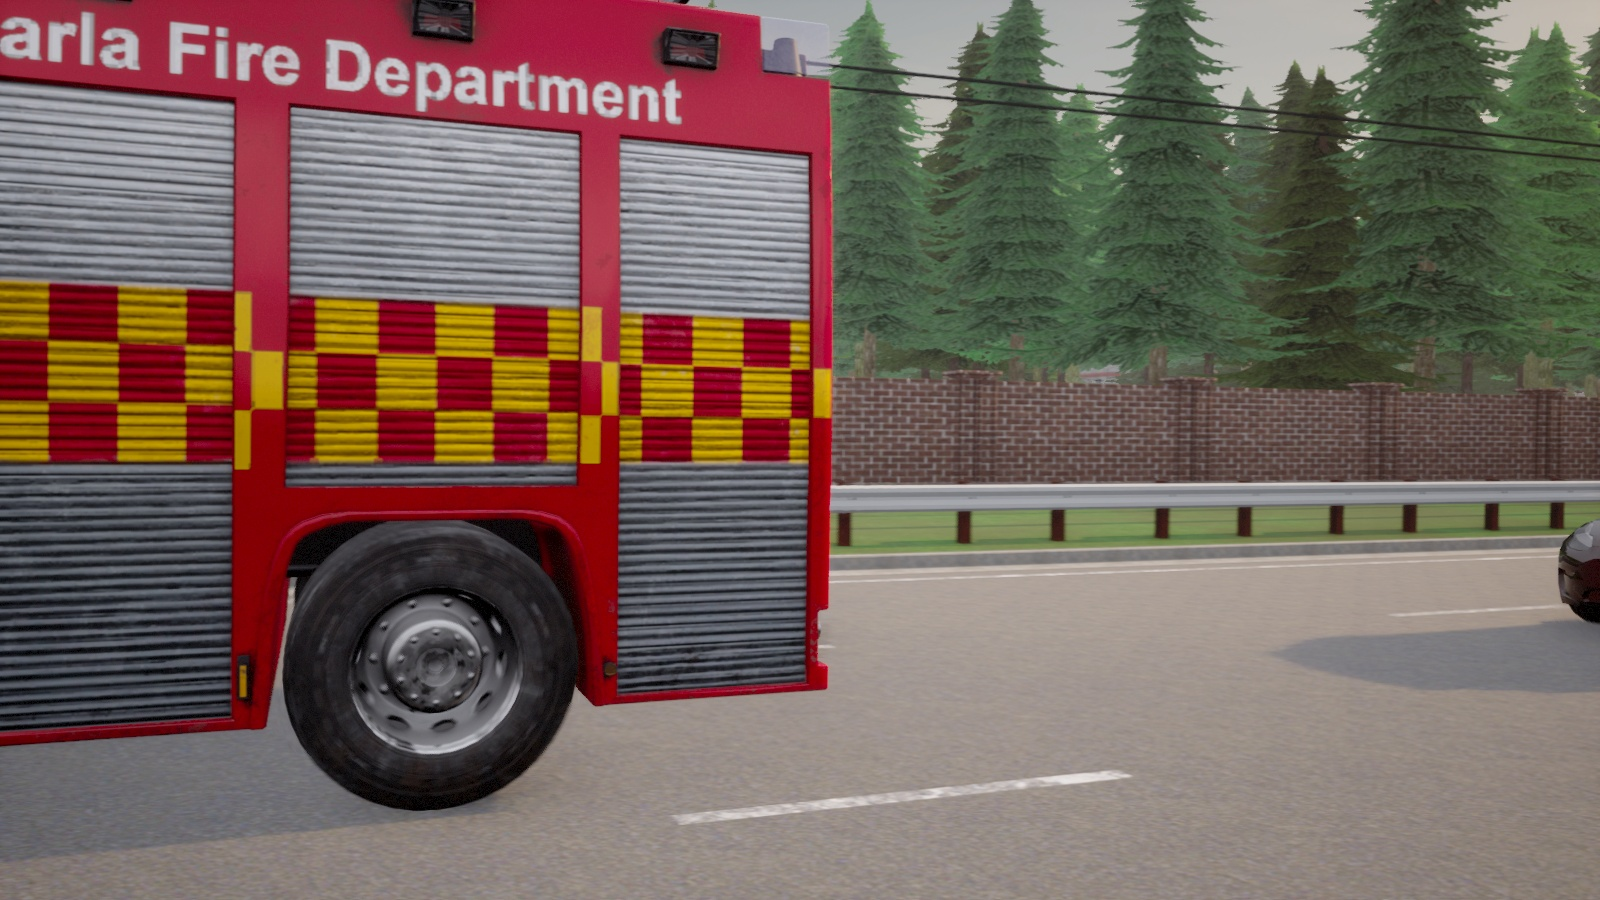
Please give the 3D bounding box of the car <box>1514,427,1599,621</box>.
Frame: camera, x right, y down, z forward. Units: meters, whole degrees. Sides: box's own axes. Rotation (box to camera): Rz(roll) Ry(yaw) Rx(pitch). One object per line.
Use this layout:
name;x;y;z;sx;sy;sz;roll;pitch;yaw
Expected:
car;8.524;0.539;10.219;4.792;1.488;2.163;-1;1;-21

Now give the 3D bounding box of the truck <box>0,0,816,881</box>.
truck;-4.424;-0.405;5.289;8.468;3.827;2.891;-1;1;-21
